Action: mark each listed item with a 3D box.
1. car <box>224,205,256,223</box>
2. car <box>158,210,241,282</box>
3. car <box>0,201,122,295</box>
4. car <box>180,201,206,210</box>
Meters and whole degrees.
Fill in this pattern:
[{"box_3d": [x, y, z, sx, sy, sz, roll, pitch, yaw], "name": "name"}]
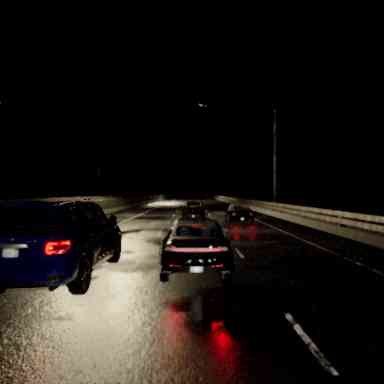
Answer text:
[{"box_3d": [3.600, 1.637, 25.960, 1.895, 1.301, 4.718, 0, 0, 0], "name": "car"}, {"box_3d": [0.100, 1.505, 9.786, 2.128, 1.511, 4.902, 0, 0, 0], "name": "car"}, {"box_3d": [-3.396, 1.234, 8.873, 2.150, 2.045, 5.566, 0, 0, 0], "name": "car"}, {"box_3d": [0.101, 1.543, 27.425, 1.837, 1.490, 4.892, 0, 0, 0], "name": "car"}]
